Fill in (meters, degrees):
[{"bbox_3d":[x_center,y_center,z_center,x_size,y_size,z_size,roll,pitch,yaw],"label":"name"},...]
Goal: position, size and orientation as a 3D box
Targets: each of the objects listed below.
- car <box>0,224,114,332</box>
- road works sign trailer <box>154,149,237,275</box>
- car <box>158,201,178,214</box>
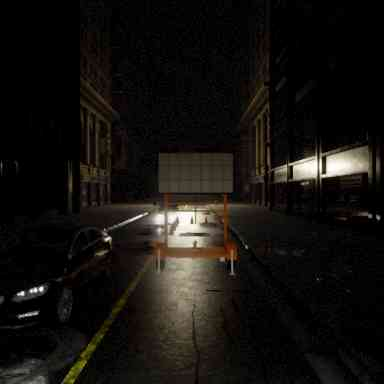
[{"bbox_3d":[-3.027,1.491,7.144,2.128,1.511,4.902,0,0,1],"label":"car"},{"bbox_3d":[0.114,0.465,10.413,2.380,3.560,2.880,0,0,1],"label":"road works sign trailer"},{"bbox_3d":[-2.572,1.607,36.268,1.895,1.301,4.718,0,0,1],"label":"car"}]
